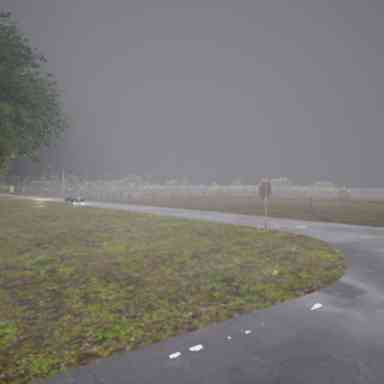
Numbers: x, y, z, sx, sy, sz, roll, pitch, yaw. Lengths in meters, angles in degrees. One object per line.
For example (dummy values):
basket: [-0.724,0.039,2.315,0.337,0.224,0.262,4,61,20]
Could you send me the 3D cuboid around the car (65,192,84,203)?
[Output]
car: [-17.899,0.793,50.550,2.128,1.511,4.902,1,0,-35]
